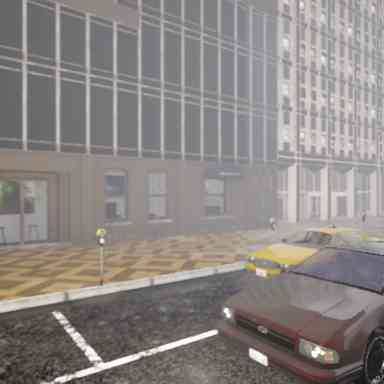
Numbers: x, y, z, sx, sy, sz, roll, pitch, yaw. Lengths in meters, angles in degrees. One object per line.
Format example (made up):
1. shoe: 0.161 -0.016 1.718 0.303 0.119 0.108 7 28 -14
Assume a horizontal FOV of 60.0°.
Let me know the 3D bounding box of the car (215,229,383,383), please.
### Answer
1. car: 2.951 1.566 5.473 5.357 1.411 2.033 0 0 -35

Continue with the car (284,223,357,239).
1. car: 3.568 1.553 9.096 4.829 1.417 1.752 0 0 -35
